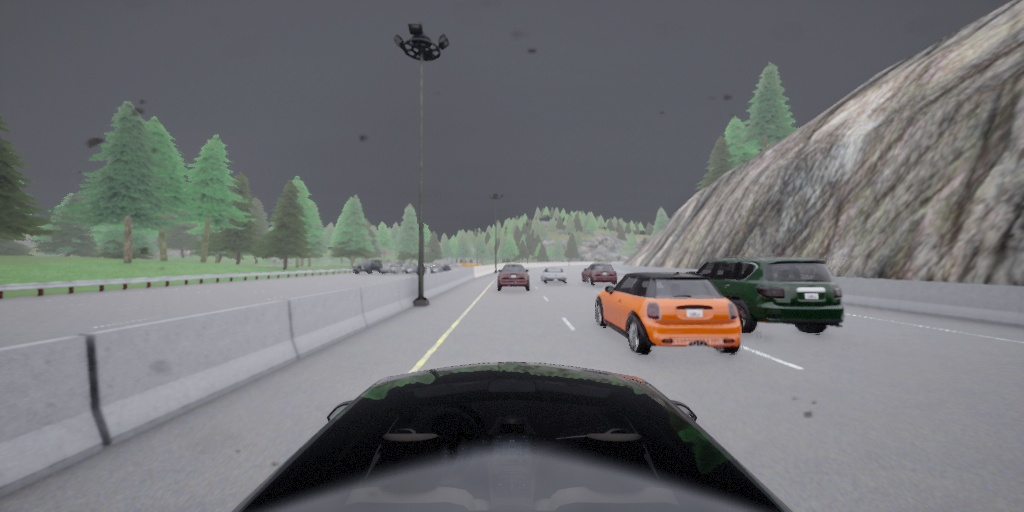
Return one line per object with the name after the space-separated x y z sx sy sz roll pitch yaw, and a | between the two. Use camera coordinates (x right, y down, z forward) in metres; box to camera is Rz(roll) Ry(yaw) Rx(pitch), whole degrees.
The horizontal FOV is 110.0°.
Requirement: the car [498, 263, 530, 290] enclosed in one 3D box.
0.098 1.376 25.139 2.097 1.767 4.553 0 -1 0 | car

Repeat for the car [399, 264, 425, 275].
-13.305 1.802 49.667 2.128 1.511 4.902 0 -1 5 | car

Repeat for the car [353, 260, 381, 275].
-20.241 1.548 50.734 2.150 2.045 5.566 0 -1 5 | car

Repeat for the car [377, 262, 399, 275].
-16.746 1.921 50.521 1.895 1.301 4.718 0 -1 5 | car

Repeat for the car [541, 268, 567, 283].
3.613 1.701 31.715 1.895 1.301 4.718 0 -1 0 | car

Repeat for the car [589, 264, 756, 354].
3.599 1.188 9.186 2.097 1.767 4.553 0 -1 0 | car

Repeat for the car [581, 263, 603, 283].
7.105 1.427 29.562 2.097 1.767 4.553 0 -1 0 | car

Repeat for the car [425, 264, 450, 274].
-9.821 1.799 49.341 2.128 1.511 4.902 0 -1 5 | car

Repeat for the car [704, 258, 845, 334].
7.099 1.081 11.177 2.150 2.045 5.566 0 -1 0 | car

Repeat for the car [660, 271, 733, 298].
10.599 1.576 21.079 1.895 1.301 4.718 0 -1 0 | car
